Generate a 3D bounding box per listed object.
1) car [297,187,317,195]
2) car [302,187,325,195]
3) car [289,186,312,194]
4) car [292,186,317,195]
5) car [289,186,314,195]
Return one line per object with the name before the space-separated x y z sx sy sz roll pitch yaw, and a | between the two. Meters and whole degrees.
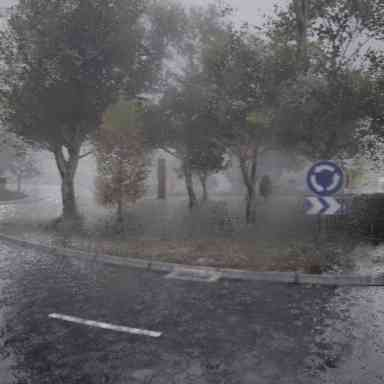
car | 29.195 -0.249 84.246 4.553 1.767 2.185 1 0 12
car | 32.481 -0.347 89.233 5.566 2.045 2.435 1 0 13
car | 24.465 -0.196 76.696 4.892 1.521 2.231 1 0 12
car | 27.661 -0.399 81.732 5.566 2.045 2.435 1 0 12
car | 26.015 -0.424 79.221 5.566 2.045 2.435 1 0 12
